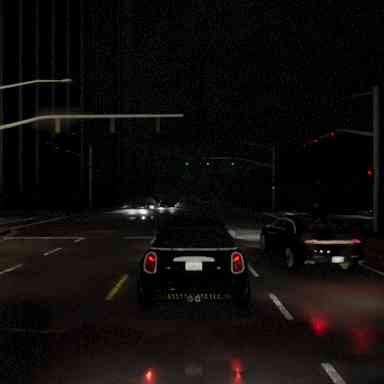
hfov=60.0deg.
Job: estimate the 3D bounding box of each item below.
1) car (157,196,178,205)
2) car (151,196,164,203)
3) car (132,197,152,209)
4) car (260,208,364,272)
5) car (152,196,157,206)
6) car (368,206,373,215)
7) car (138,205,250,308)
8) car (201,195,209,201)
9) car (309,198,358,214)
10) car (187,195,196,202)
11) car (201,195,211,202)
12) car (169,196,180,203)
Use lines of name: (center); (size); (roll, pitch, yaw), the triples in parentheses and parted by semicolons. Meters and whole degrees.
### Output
car: (-3.687, 1.352, 50.504); (2.097, 1.767, 4.553); (0, 0, 0)
car: (-7.128, 1.548, 68.831); (2.033, 1.411, 5.357); (0, 0, 0)
car: (-7.183, 1.601, 46.505); (1.895, 1.301, 4.718); (0, 0, 0)
car: (3.598, 1.492, 10.854); (2.128, 1.511, 4.902); (0, 0, -2)
car: (-7.186, 1.526, 55.661); (1.812, 1.442, 4.674); (0, 0, 0)
car: (19.120, 1.560, 31.116); (4.892, 1.490, 1.837); (0, 0, 0)
car: (0.044, 1.351, 8.097); (2.097, 1.767, 4.553); (0, 0, 0)
car: (3.341, 1.478, 87.916); (1.882, 1.535, 5.008); (0, 0, 0)
car: (14.609, 1.407, 34.669); (4.553, 1.767, 2.097); (0, 0, 2)
car: (-0.141, 1.478, 77.833); (1.882, 1.535, 5.008); (0, 0, 0)
car: (3.359, 1.500, 77.817); (1.837, 1.490, 4.892); (0, 0, 0)
car: (-3.627, 1.540, 70.014); (2.033, 1.411, 5.357); (0, 0, 0)
